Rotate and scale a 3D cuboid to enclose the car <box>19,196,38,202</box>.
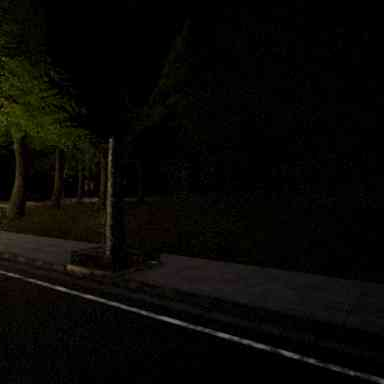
[{"bbox_3d":[-38.929,1.599,79.332,1.994,1.385,4.181,0,0,12],"label":"car"}]

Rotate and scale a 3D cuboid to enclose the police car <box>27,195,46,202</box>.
[{"bbox_3d":[-36.057,1.480,77.252,1.930,1.638,5.238,0,0,12],"label":"police car"}]
